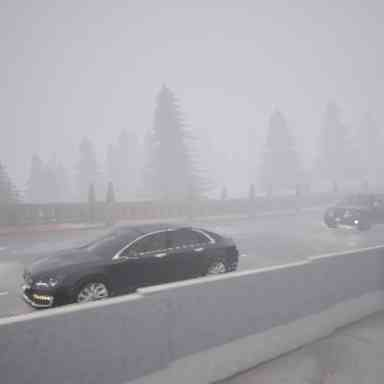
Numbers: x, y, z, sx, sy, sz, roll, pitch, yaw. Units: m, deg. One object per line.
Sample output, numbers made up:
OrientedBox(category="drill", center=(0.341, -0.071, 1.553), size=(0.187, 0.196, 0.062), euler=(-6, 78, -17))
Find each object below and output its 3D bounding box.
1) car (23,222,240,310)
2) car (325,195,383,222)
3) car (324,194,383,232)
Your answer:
OrientedBox(category="car", center=(-1.090, 1.493, 7.508), size=(4.892, 1.490, 1.837), euler=(0, 0, -35))
OrientedBox(category="car", center=(12.680, 1.172, 25.913), size=(4.553, 1.767, 2.097), euler=(-2, 1, -35))
OrientedBox(category="car", center=(10.271, 1.148, 19.901), size=(5.566, 2.045, 2.150), euler=(0, 0, -35))
